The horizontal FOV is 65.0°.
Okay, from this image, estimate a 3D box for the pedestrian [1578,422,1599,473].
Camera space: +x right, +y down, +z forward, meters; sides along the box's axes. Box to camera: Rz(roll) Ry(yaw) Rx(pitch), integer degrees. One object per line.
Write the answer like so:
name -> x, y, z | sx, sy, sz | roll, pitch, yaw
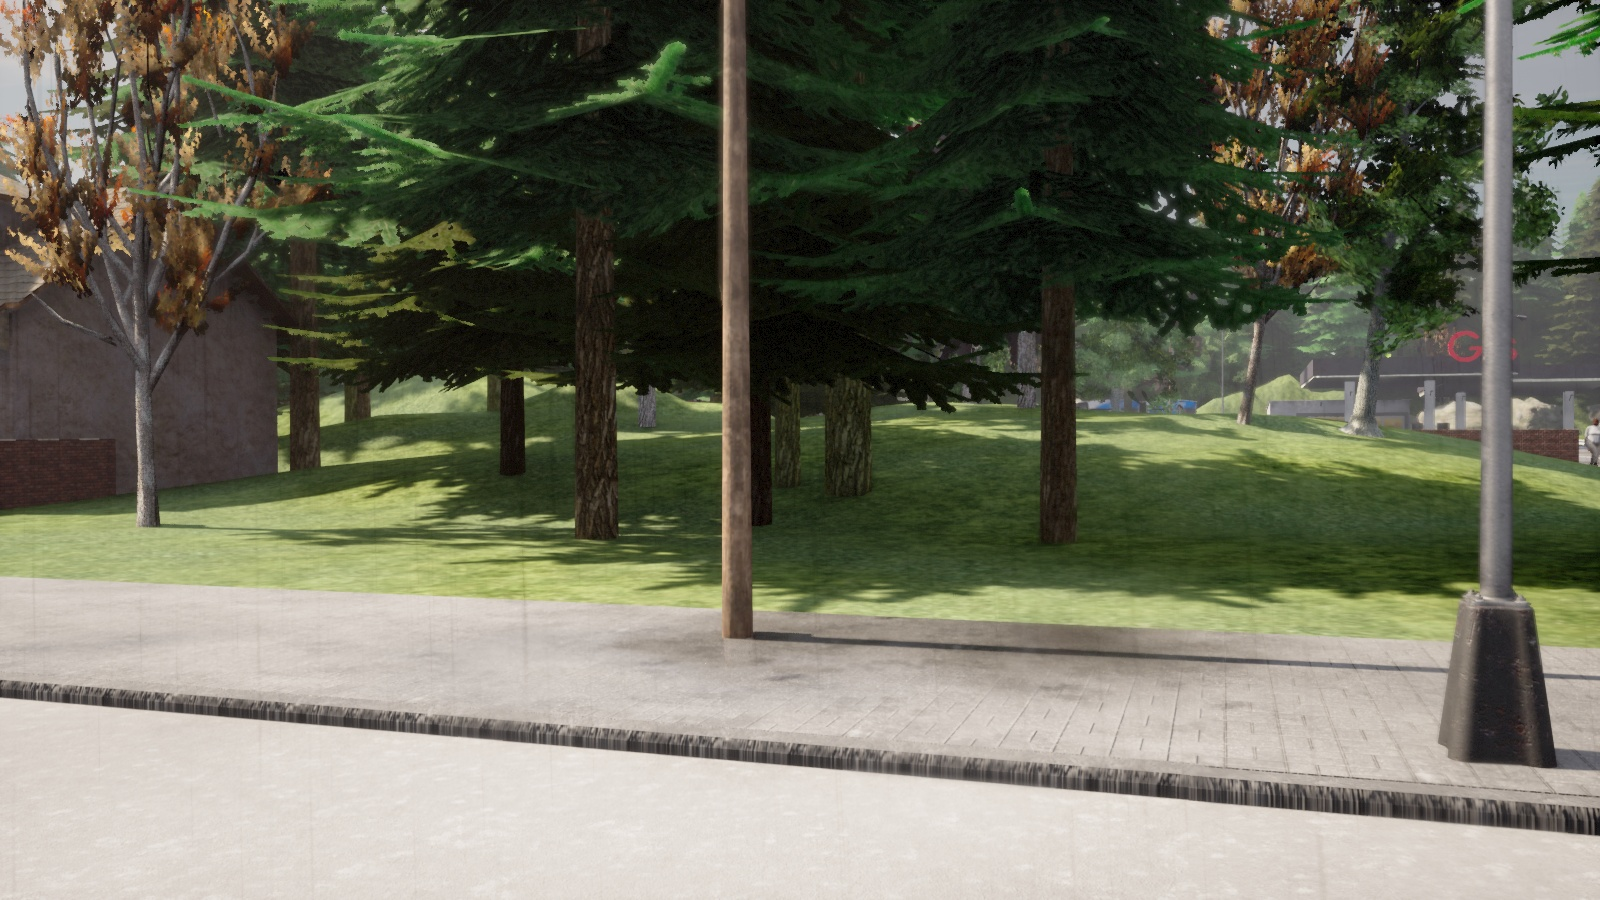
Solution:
pedestrian -> 29.588, -0.101, 46.731 | 0.874, 1.855, 0.900 | 1, 1, 19
